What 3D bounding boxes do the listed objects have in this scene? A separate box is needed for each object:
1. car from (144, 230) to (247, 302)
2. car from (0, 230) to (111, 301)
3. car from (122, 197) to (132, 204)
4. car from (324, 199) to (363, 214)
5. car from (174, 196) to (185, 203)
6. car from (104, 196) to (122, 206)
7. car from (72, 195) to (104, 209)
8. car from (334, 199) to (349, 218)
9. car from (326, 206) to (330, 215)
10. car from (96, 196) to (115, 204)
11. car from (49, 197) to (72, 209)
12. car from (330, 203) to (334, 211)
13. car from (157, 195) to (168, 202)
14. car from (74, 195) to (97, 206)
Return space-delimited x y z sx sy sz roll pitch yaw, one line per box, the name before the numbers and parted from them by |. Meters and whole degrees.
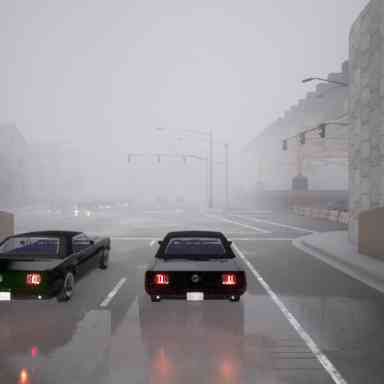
car | 0.077 1.601 8.238 1.895 1.301 4.718 0 0 0
car | -3.423 1.601 8.247 1.895 1.301 4.718 0 0 0
car | -13.257 1.601 65.796 1.895 1.301 4.718 0 0 2
car | 14.086 1.295 30.799 4.536 1.218 1.853 0 0 -45
car | -2.643 1.564 69.309 1.994 1.385 4.181 0 0 1
car | -13.607 1.547 54.530 2.033 1.411 5.357 0 0 2
car | -13.864 1.478 44.707 1.882 1.535 5.008 0 0 2
car | 13.973 1.295 26.113 1.853 1.218 4.536 0 0 -35
car | 14.050 1.453 30.763 4.974 1.542 2.038 0 0 -45
car | -16.789 1.547 64.790 2.033 1.411 5.357 0 0 2
car | -17.370 1.491 44.504 2.128 1.511 4.902 0 0 2
car | 13.943 1.453 26.156 2.038 1.542 4.974 0 0 -35
car | -6.142 1.367 69.397 1.994 1.385 4.181 0 0 1
car | -17.131 1.352 53.705 2.097 1.767 4.553 0 0 2
